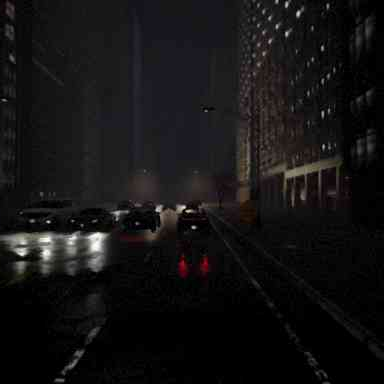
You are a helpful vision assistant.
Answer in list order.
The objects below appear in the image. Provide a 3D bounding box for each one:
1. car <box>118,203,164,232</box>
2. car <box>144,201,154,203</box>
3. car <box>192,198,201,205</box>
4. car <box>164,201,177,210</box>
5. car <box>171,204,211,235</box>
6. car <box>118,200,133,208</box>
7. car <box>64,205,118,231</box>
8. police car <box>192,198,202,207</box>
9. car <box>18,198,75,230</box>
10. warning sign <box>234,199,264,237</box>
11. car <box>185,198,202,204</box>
[{"bbox_3d":[-3.150,1.695,21.656,1.882,1.535,5.008,0,-1,0],"label":"car"},{"bbox_3d":[-6.515,2.049,50.153,2.033,1.411,5.357,0,-1,1],"label":"car"},{"bbox_3d":[0.979,2.254,76.796,1.882,1.535,5.008,0,-1,0],"label":"car"},{"bbox_3d":[-3.238,2.009,48.085,1.812,1.442,4.674,0,0,0],"label":"car"},{"bbox_3d":[0.101,1.695,20.078,2.128,1.511,4.902,0,-1,0],"label":"car"},{"bbox_3d":[-9.775,1.998,49.265,1.837,1.490,4.892,0,-1,0],"label":"car"},{"bbox_3d":[-6.597,1.747,22.279,1.812,1.442,4.674,0,-1,0],"label":"car"},{"bbox_3d":[0.979,2.101,66.906,1.930,1.638,5.238,0,-1,0],"label":"police car"},{"bbox_3d":[-9.848,1.450,23.267,2.150,2.045,5.566,0,-1,0],"label":"car"},{"bbox_3d":[2.836,1.288,16.813,1.300,1.860,1.060,-1,-2,0],"label":"warning sign"},{"bbox_3d":[0.008,1.950,46.770,1.882,1.535,5.008,0,0,0],"label":"car"}]
